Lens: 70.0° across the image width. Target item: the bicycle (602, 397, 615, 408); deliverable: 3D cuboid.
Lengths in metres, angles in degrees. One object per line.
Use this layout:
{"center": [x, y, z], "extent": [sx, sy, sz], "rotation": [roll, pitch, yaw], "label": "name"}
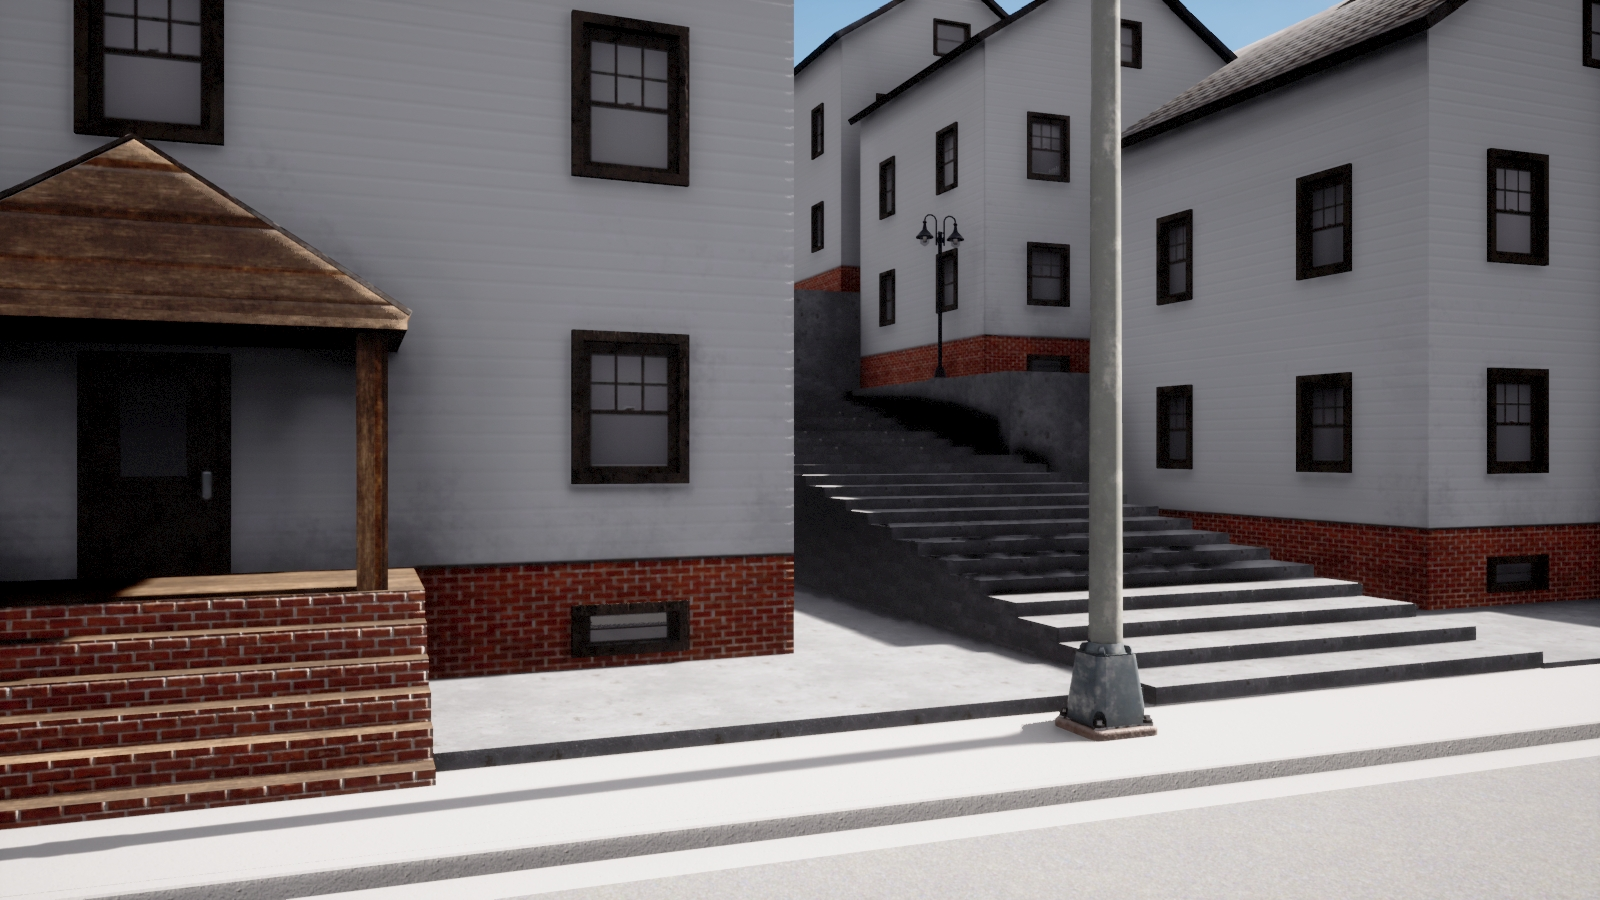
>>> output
{"center": [-23.762, -5.855, 141.687], "extent": [1.487, 1.301, 0.859], "rotation": [0, 0, -17], "label": "bicycle"}
